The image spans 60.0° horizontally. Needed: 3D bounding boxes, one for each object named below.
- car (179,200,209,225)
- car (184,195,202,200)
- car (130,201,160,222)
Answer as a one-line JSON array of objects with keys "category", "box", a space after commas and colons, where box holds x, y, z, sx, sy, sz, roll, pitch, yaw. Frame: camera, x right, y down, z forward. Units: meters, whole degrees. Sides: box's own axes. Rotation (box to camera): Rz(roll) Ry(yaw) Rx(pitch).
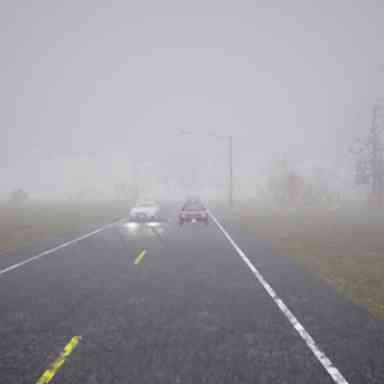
[{"category": "car", "box": [0.113, 1.490, 23.024, 1.895, 1.301, 4.718, 0, 0, 0]}, {"category": "car", "box": [0.122, 1.154, 41.483, 2.097, 1.767, 4.553, 0, 0, 0]}, {"category": "car", "box": [-3.527, 1.403, 25.560, 1.812, 1.442, 4.674, 0, 0, 1]}]
